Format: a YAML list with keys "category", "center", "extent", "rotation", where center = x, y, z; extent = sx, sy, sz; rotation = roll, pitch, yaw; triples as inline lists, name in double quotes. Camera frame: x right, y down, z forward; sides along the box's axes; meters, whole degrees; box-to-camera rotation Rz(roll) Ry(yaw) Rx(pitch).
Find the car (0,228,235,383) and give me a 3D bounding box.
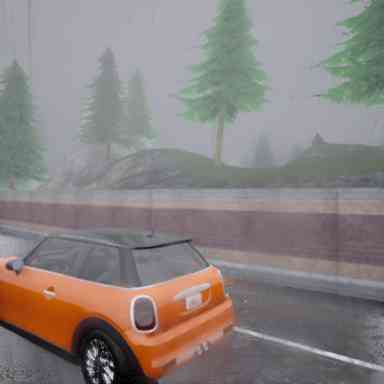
- category: "car"
  center: [-1.664, 1.373, 5.411]
  extent: [4.553, 1.767, 2.097]
  rotation: [0, 0, 38]
